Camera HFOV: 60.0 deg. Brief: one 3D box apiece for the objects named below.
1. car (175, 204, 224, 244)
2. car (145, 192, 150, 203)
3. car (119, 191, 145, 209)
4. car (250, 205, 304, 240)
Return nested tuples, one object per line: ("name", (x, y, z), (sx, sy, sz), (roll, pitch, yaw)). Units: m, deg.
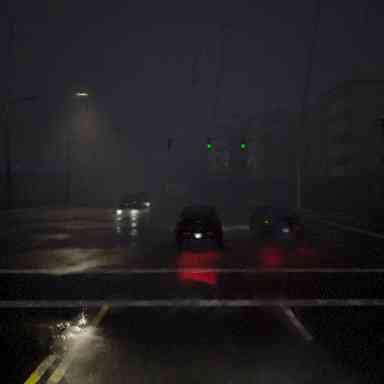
("car", (0.328, 1.315, 14.685), (1.837, 1.490, 4.892), (0, 1, 2))
("car", (-7.278, 0.742, 48.596), (1.837, 1.490, 4.892), (0, 1, -11))
("car", (-6.485, 0.982, 35.378), (1.837, 1.490, 4.892), (0, 1, -1))
("car", (3.872, 1.317, 15.636), (1.812, 1.442, 4.674), (0, 1, 2))
